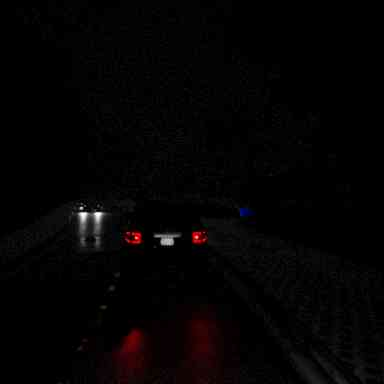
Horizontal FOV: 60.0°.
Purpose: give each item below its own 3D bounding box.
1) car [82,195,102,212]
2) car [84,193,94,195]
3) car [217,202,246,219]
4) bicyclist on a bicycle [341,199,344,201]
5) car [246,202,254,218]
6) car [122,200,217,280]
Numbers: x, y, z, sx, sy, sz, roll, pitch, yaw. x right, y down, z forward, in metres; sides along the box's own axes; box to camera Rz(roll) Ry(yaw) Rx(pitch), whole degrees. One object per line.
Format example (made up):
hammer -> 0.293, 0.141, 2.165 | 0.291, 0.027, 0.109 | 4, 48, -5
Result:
car -> -11.282, 1.436, 37.265 | 1.812, 1.442, 4.674 | 1, 0, -18
car -> -14.933, 1.334, 48.577 | 1.882, 1.535, 5.008 | 1, 0, -17
car -> 1.702, 1.538, 27.765 | 5.008, 1.535, 1.882 | 2, -5, -28
bicyclist on a bicycle -> 12.851, 1.456, 28.169 | 0.582, 1.620, 1.656 | 1, -3, -18
car -> 4.461, 1.747, 31.693 | 5.008, 1.535, 1.882 | 1, -3, -16
car -> -0.919, 1.243, 10.302 | 2.150, 2.045, 5.566 | 0, 0, -7
